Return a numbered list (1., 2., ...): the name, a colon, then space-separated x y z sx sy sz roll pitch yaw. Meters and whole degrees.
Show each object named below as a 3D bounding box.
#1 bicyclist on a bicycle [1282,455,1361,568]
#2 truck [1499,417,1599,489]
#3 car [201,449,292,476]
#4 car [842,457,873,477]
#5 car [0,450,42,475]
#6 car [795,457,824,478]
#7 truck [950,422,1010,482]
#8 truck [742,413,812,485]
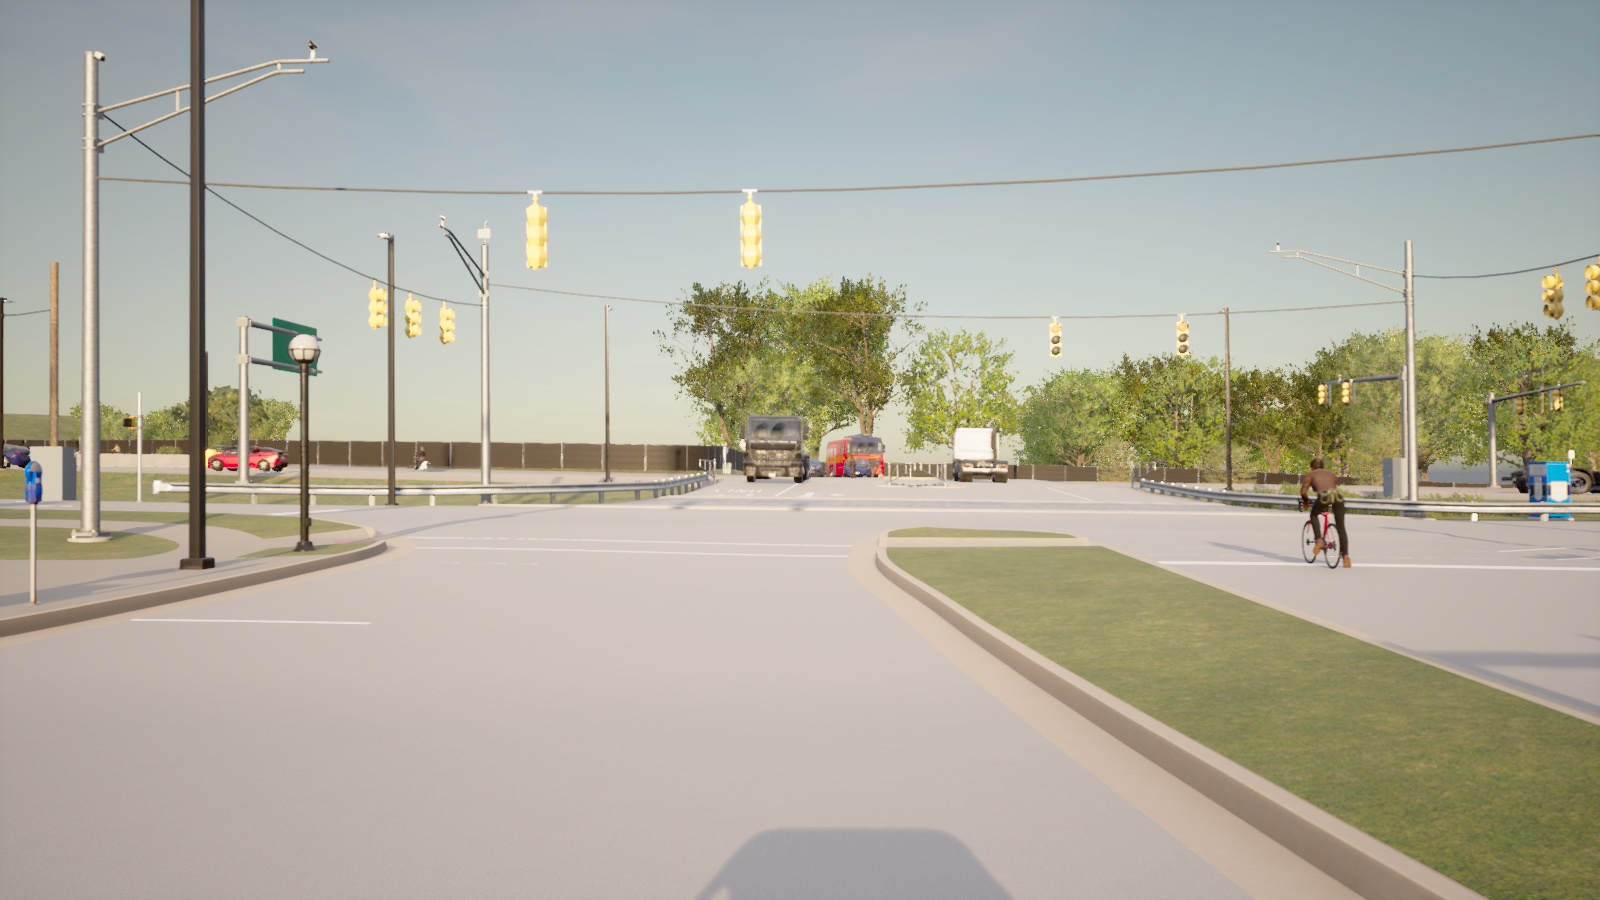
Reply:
1. bicyclist on a bicycle: 7.837 0.894 18.934 0.582 1.620 1.656 0 -1 4
2. truck: 39.578 0.194 62.438 7.936 3.462 2.891 0 -1 4
3. car: -32.758 0.758 74.440 4.514 1.525 2.007 0 -1 4
4. car: 4.252 1.264 92.365 2.163 1.488 4.792 0 -1 4
5. car: -48.632 0.747 75.536 4.792 1.488 2.163 0 -1 4
6. car: 0.713 1.287 91.850 1.812 1.442 4.674 0 -1 4
7. truck: 10.934 0.166 76.934 2.891 3.462 7.936 1 -1 3
8. truck: -1.092 -0.119 64.554 2.891 3.462 7.936 0 1 4
